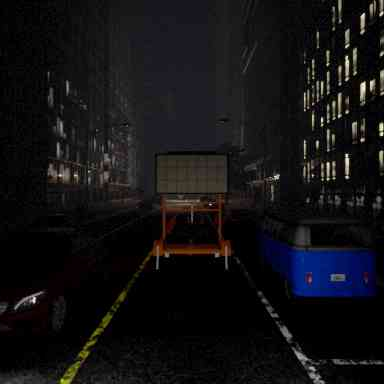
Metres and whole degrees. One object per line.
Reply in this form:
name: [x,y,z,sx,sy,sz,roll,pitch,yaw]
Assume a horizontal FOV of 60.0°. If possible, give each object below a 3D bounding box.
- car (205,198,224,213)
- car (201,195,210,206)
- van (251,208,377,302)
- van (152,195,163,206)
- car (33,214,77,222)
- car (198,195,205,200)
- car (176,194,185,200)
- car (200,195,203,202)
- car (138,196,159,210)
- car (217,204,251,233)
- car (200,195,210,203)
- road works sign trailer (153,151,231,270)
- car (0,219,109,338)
car: [2.695,1.587,36.442,1.802,1.307,4.206,0,0,0]
car: [2.698,1.553,47.827,2.008,1.369,4.403,0,0,0]
van: [2.691,1.342,7.981,1.690,1.788,3.998,0,0,0]
van: [-5.682,1.338,53.525,1.690,1.788,3.998,0,0,0]
car: [-5.689,1.584,13.676,1.802,1.307,4.206,0,0,0]
car: [2.705,1.479,93.367,1.887,1.381,4.507,0,0,0]
car: [-2.988,1.161,90.720,2.150,2.045,5.566,0,0,0]
car: [2.698,1.548,53.519,2.008,1.369,4.403,0,0,0]
car: [-5.684,1.555,42.139,2.008,1.369,4.403,0,0,0]
car: [2.693,1.585,19.364,1.802,1.307,4.206,0,0,0]
car: [2.701,1.414,70.597,1.967,1.590,4.097,0,0,0]
road works sign trailer: [0.001,0.466,11.000,2.380,3.560,2.880,0,0,0]
car: [-3.000,1.527,6.806,1.812,1.442,4.674,0,0,0]
